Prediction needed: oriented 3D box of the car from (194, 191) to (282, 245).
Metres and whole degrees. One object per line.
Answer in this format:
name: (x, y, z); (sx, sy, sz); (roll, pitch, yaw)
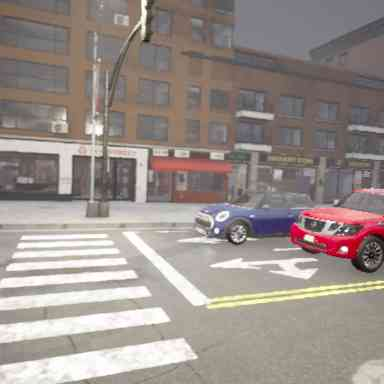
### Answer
car: (2.398, 0.744, 11.800); (4.553, 1.767, 2.097); (2, 4, -22)

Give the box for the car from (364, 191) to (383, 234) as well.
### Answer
car: (10.413, 0.968, 15.072); (4.553, 1.767, 2.097); (2, 4, -22)

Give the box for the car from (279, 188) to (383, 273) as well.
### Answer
car: (5.600, 0.914, 9.597); (5.566, 2.045, 2.150); (2, 4, -22)
